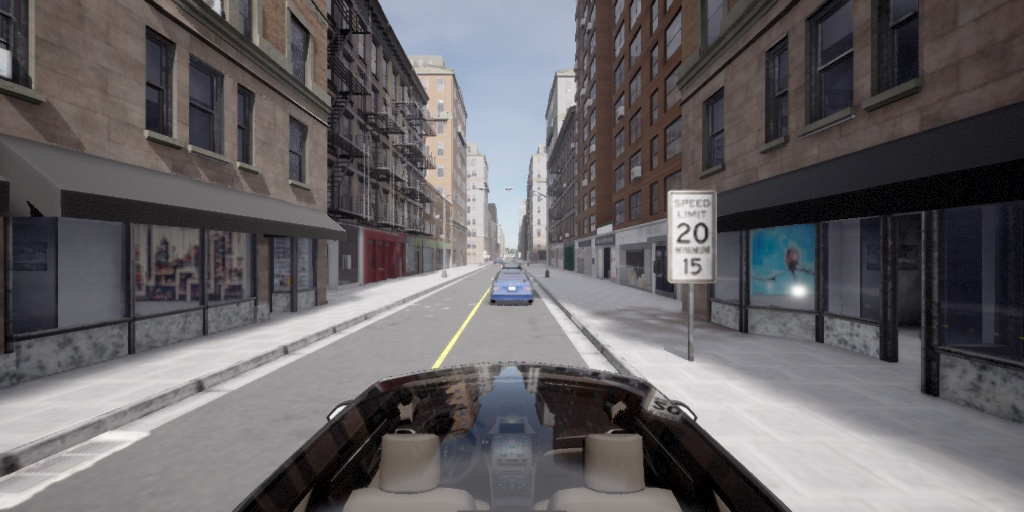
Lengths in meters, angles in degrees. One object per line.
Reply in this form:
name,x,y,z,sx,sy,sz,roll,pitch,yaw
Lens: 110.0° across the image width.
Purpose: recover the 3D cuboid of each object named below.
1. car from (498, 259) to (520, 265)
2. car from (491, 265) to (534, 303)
car,0.000,1.236,31.500,1.882,1.535,5.008,0,0,0
car,0.000,1.314,16.500,2.033,1.411,5.357,0,0,0
